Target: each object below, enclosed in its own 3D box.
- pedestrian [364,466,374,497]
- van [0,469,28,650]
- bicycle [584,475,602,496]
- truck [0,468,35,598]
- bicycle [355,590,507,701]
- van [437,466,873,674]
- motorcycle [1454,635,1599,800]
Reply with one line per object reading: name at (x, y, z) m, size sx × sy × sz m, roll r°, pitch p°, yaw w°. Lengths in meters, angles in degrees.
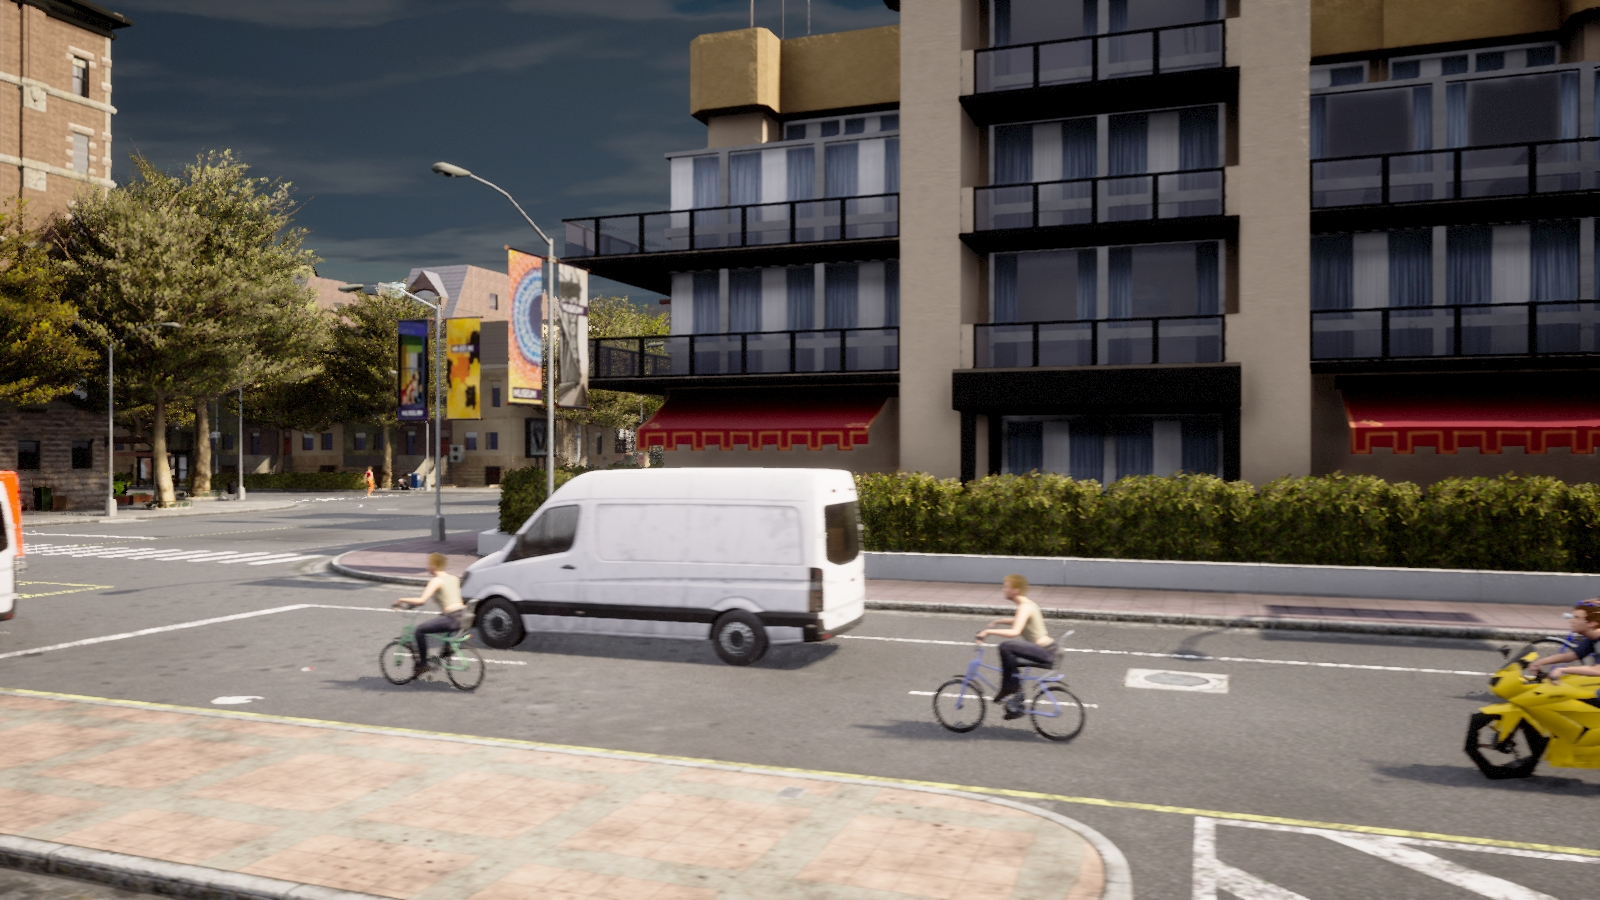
pedestrian at (-25.569, 1.874, 67.746) m, size 0.375 × 1.860 × 0.375 m, roll 0°, pitch 0°, yaw 17°
van at (-14.350, 1.545, 16.183) m, size 5.915 × 2.561 × 1.988 m, roll 0°, pitch -1°, yaw 10°
bicycle at (-13.002, 2.226, 71.846) m, size 0.373 × 1.196 × 1.643 m, roll 0°, pitch 1°, yaw 20°
truck at (-17.946, 1.584, 22.132) m, size 5.204 × 2.467 × 2.627 m, roll 0°, pitch 0°, yaw 20°
bicycle at (-4.322, 2.261, 13.413) m, size 1.487 × 1.080 × 0.859 m, roll 0°, pitch 0°, yaw 20°
van at (-2.090, 1.539, 16.325) m, size 5.915 × 2.561 × 1.988 m, roll 0°, pitch 0°, yaw 20°
motorcycle at (6.625, 2.212, 9.420) m, size 2.033 × 1.145 × 0.803 m, roll 0°, pitch 0°, yaw 20°
